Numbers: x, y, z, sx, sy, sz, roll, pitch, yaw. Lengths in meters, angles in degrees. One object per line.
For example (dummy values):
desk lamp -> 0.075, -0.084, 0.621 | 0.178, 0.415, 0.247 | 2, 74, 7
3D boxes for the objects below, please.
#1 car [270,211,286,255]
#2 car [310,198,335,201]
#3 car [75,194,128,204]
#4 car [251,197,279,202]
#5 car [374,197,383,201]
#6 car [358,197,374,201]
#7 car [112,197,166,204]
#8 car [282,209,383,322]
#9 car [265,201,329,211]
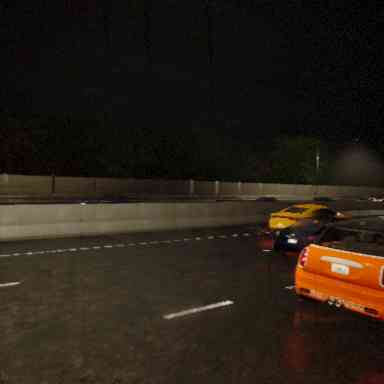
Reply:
car -> 4.764, 1.515, 11.468 | 4.181, 1.385, 1.994 | 1, 1, -35
car -> 13.376, 1.357, 34.607 | 4.892, 1.490, 1.837 | 1, 0, -35
car -> -6.621, 0.929, 24.980 | 4.553, 1.767, 2.097 | 1, 1, -35
car -> 7.592, 1.262, 34.849 | 4.674, 1.442, 1.812 | 1, 1, -35
car -> 26.526, 1.136, 43.697 | 5.008, 1.535, 1.882 | 1, 1, -35
car -> 24.478, 1.469, 46.546 | 4.674, 1.442, 1.812 | 1, 1, -35
car -> -3.005, 1.231, 23.233 | 4.181, 1.385, 1.994 | 1, 1, -35
car -> 4.262, 1.346, 6.859 | 4.553, 1.767, 2.097 | 1, 1, -35
car -> 6.066, 1.395, 16.627 | 5.008, 1.535, 1.882 | 1, 1, -35
